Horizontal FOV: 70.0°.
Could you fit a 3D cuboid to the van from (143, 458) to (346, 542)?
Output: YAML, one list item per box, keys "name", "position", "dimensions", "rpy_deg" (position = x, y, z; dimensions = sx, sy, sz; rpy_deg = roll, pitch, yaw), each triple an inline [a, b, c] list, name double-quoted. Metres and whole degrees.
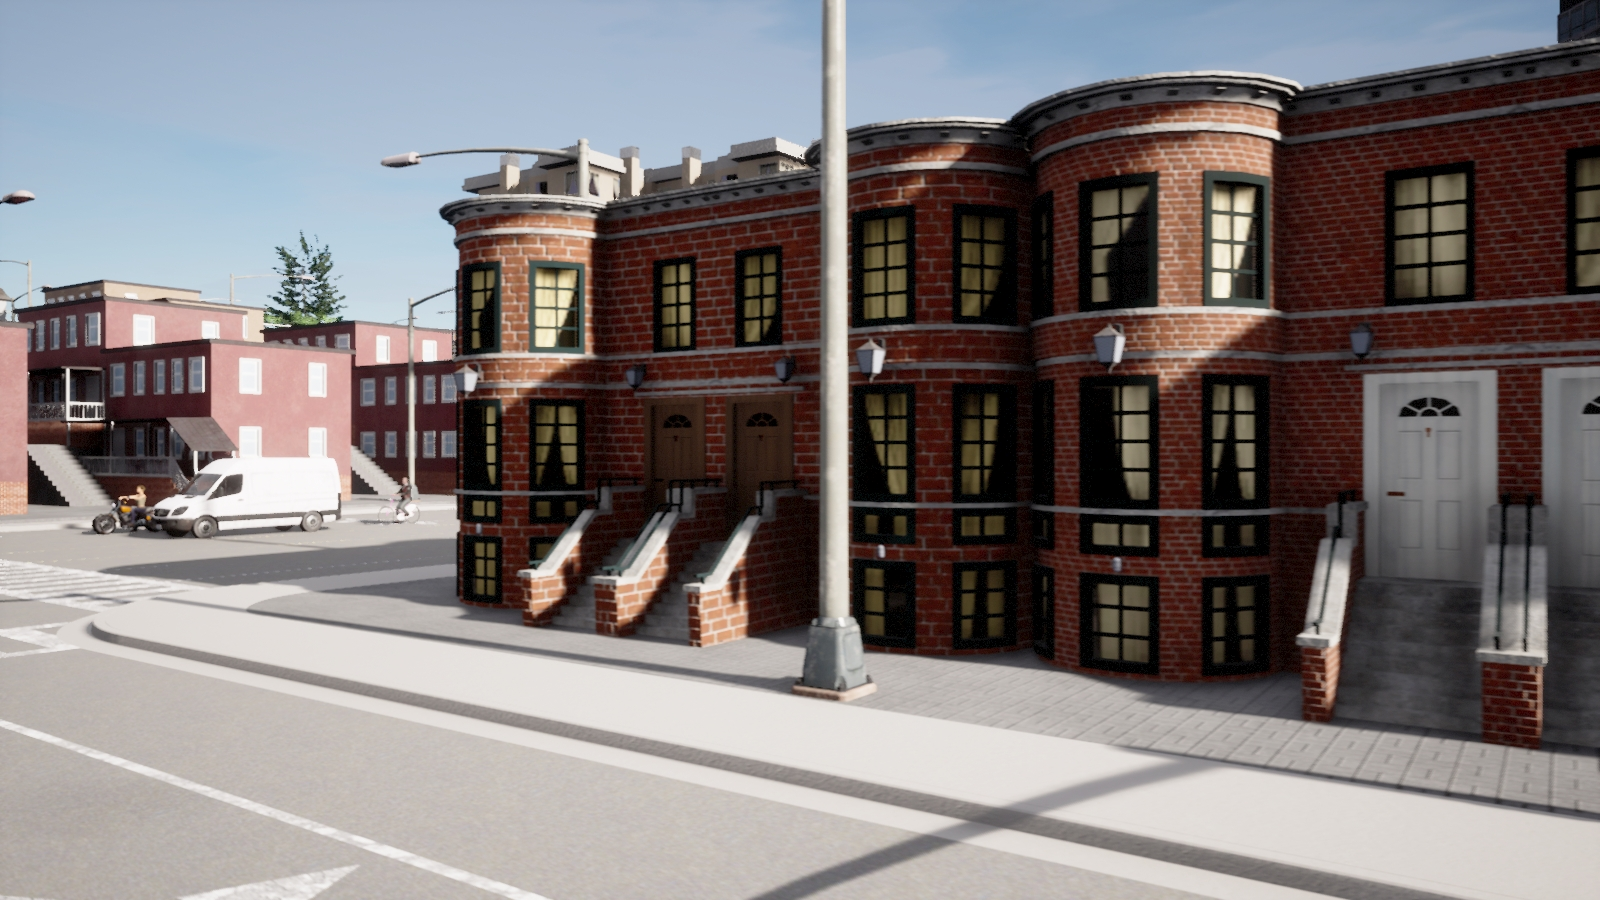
- name: "van"
  position: [-18.529, 1.558, 38.416]
  dimensions: [1.988, 2.561, 5.915]
  rpy_deg: [0, 0, 35]

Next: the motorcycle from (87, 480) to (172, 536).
- name: "motorcycle"
  position: [-22.653, 1.933, 38.649]
  dimensions: [0.764, 1.802, 2.356]
  rpy_deg: [0, 0, 35]

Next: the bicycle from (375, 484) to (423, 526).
- name: "bicycle"
  position: [-15.143, 2.070, 43.202]
  dimensions: [0.329, 1.496, 1.835]
  rpy_deg: [-1, 0, 35]
